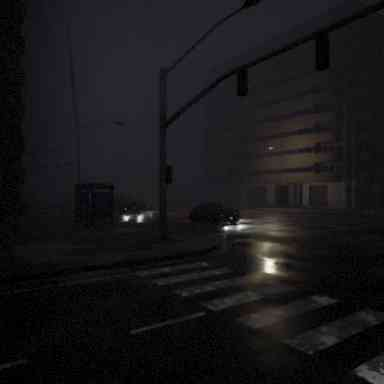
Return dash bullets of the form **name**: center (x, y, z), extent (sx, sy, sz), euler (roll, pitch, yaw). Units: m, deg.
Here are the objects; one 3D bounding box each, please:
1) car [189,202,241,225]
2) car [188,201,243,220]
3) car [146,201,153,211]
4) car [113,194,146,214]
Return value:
- **car**: center (1.553, 1.631, 24.657), extent (1.994, 1.385, 4.181), euler (0, 0, -36)
- **car**: center (1.990, 1.617, 29.988), extent (2.033, 1.411, 5.357), euler (0, 0, -36)
- **car**: center (-6.708, 1.563, 41.953), extent (2.128, 1.511, 4.902), euler (0, 0, -36)
- **car**: center (-7.693, 1.279, 37.338), extent (2.150, 2.045, 5.566), euler (0, 1, -36)
